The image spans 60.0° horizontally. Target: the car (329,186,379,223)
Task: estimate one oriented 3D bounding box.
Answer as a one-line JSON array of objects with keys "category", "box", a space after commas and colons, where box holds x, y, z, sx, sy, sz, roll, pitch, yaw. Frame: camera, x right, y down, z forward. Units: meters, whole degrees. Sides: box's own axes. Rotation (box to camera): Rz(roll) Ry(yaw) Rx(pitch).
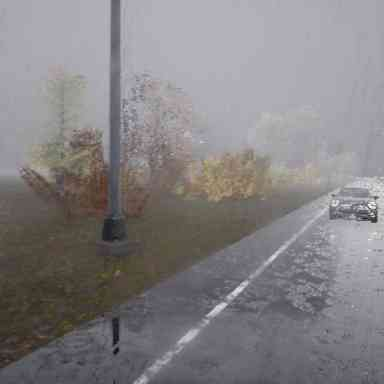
[{"category": "car", "box": [8.469, 0.496, 17.380, 2.097, 1.767, 4.553, 3, 4, 27]}]
